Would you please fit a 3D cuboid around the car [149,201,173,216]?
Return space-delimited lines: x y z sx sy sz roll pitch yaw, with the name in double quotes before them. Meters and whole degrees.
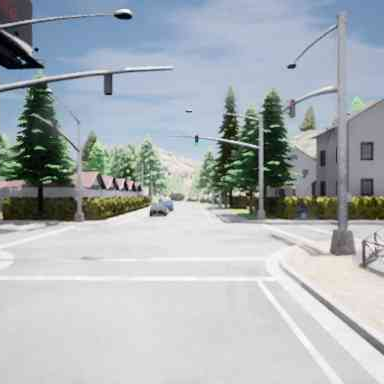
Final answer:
"car" -3.632 1.943 37.337 2.033 1.411 5.357 0 -1 0
